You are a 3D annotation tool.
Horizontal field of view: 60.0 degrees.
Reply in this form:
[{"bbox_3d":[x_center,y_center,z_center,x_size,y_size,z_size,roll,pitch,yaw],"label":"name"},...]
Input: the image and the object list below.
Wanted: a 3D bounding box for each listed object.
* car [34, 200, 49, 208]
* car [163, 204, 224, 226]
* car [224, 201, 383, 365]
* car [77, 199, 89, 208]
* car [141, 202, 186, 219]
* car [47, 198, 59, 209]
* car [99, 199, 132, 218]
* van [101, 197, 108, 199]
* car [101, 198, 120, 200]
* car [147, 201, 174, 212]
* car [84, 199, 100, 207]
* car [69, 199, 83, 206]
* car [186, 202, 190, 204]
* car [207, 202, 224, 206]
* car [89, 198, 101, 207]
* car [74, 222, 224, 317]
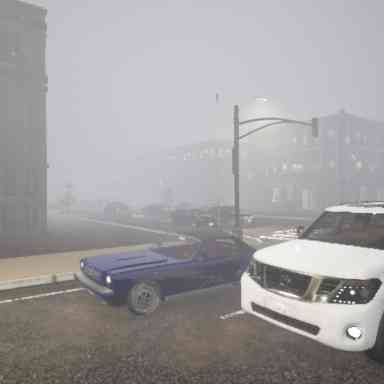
[{"bbox_3d":[-30.349,2.377,67.055,2.008,1.369,4.403,-1,0,-35],"label":"car"},{"bbox_3d":[0.014,1.815,24.074,1.947,1.339,4.313,-1,0,-35],"label":"car"},{"bbox_3d":[3.450,1.220,6.139,5.566,2.045,2.150,0,0,-35],"label":"car"},{"bbox_3d":[-20.211,2.195,62.807,1.812,1.442,4.674,-1,0,-35],"label":"car"},{"bbox_3d":[-3.253,1.878,33.370,2.033,1.411,5.357,-1,0,-36],"label":"car"},{"bbox_3d":[-23.842,2.233,57.889,1.752,1.417,4.829,-1,0,-35],"label":"car"},{"bbox_3d":[-7.923,1.847,35.460,1.967,1.590,4.097,-1,0,-35],"label":"car"},{"bbox_3d":[-13.909,1.907,58.366,1.690,1.788,3.998,-1,0,-35],"label":"van"},{"bbox_3d":[-9.249,1.939,41.835,2.128,1.511,4.902,-1,0,-35],"label":"car"},{"bbox_3d":[-4.291,1.966,44.826,1.802,1.307,4.206,-2,0,-35],"label":"car"},{"bbox_3d":[-20.312,2.228,67.393,1.887,1.381,4.507,-1,0,-35],"label":"car"},{"bbox_3d":[-26.720,2.365,76.421,1.947,1.339,4.313,-1,0,-35],"label":"car"},{"bbox_3d":[-1.088,1.904,40.313,1.802,1.307,4.206,-2,0,-35],"label":"car"},{"bbox_3d":[2.693,1.738,25.001,1.812,1.442,4.674,-1,0,-34],"label":"car"},{"bbox_3d":[-17.114,1.940,62.880,2.192,1.841,5.009,-1,0,-35],"label":"car"},{"bbox_3d":[-0.111,1.600,7.594,4.718,1.301,1.895,0,0,-35],"label":"car"}]
